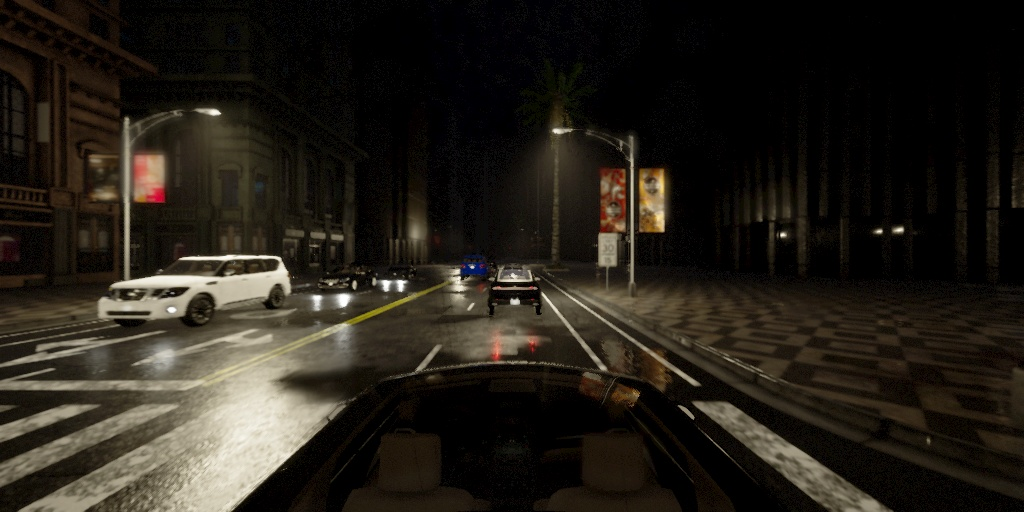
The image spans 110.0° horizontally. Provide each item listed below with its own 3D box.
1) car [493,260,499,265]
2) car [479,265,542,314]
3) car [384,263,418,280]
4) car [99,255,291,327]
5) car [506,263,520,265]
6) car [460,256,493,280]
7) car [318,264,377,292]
[{"bbox_3d":[-3.168,1.303,54.454,1.837,1.490,4.892,0,-1,0],"label":"car"},{"bbox_3d":[0.099,1.253,13.821,2.128,1.511,4.902,0,0,0],"label":"car"},{"bbox_3d":[-9.754,1.342,31.791,1.994,1.385,4.181,0,0,0],"label":"car"},{"bbox_3d":[-9.845,0.980,11.939,2.150,2.045,5.566,0,0,0],"label":"car"},{"bbox_3d":[0.096,1.383,35.358,1.895,1.301,4.718,0,0,0],"label":"car"},{"bbox_3d":[-3.155,0.999,31.191,2.150,2.045,5.566,0,0,0],"label":"car"},{"bbox_3d":[-9.829,1.273,21.865,1.837,1.490,4.892,0,0,0],"label":"car"}]
